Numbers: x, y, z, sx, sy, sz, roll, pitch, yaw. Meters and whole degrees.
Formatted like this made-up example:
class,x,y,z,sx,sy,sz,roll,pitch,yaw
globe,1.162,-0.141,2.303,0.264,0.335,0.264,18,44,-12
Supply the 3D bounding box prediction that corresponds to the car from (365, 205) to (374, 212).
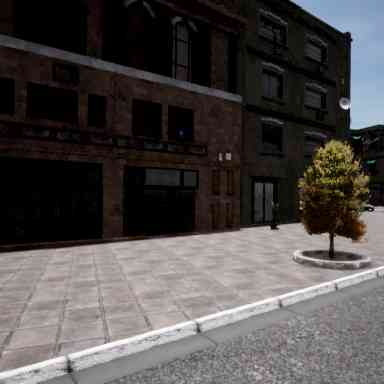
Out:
class,x,y,z,sx,sy,sz,roll,pitch,yaw
car,18.691,1.568,38.151,1.947,1.339,4.313,1,-1,-18
